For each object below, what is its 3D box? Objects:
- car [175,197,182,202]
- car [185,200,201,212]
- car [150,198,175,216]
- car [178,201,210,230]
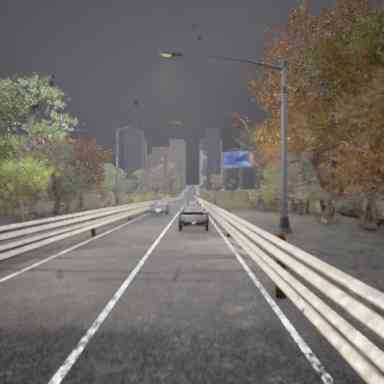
[{"bbox_3d":[-3.258,1.841,76.840,1.812,1.442,4.674,0,0,0],"label":"car"},{"bbox_3d":[0.112,1.817,42.886,1.994,1.385,4.181,0,0,0],"label":"car"},{"bbox_3d":[-3.330,1.688,35.238,2.128,1.511,4.902,0,0,0],"label":"car"},{"bbox_3d":[0.107,1.585,21.466,2.128,1.511,4.902,0,0,0],"label":"car"}]
